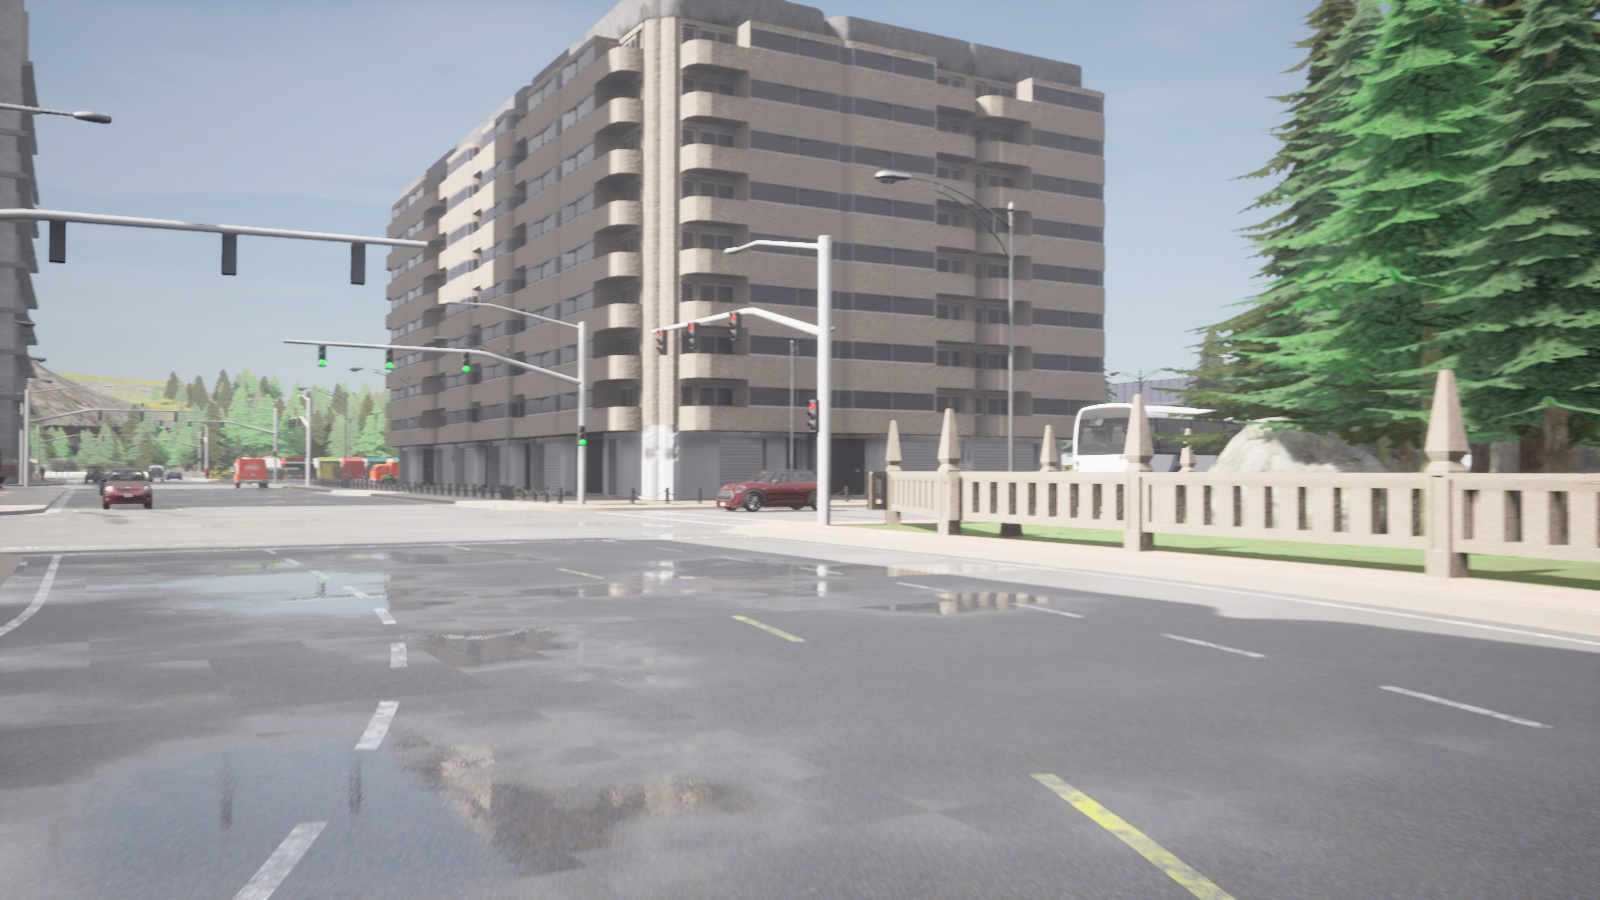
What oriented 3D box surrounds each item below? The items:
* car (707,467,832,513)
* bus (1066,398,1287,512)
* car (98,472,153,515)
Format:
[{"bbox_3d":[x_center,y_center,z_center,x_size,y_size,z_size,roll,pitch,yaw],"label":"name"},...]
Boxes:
[{"bbox_3d":[-1.216,1.582,50.524,4.553,1.767,2.097,0,-1,-30],"label":"car"},{"bbox_3d":[15.765,0.284,52.046,10.273,4.253,3.944,1,-2,-42],"label":"bus"},{"bbox_3d":[-26.880,1.691,50.001,1.851,1.617,3.988,0,-1,-30],"label":"car"}]
